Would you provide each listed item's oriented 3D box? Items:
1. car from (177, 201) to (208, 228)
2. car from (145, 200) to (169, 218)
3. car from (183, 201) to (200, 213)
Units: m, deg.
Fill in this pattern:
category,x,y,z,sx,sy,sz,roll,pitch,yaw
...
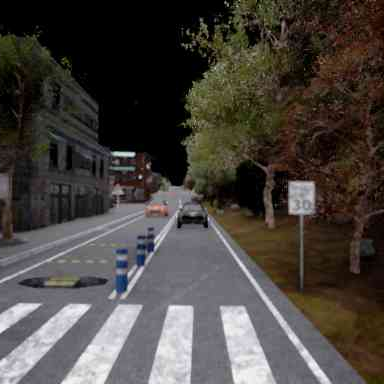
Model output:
category,x,y,z,sx,sy,sz,roll,pitch,yaw
car,0.042,1.560,24.345,2.097,1.767,4.553,0,0,0
car,-3.450,1.598,33.700,2.097,1.767,4.553,0,0,0
car,-0.075,1.875,42.781,2.033,1.411,5.357,0,0,-1
